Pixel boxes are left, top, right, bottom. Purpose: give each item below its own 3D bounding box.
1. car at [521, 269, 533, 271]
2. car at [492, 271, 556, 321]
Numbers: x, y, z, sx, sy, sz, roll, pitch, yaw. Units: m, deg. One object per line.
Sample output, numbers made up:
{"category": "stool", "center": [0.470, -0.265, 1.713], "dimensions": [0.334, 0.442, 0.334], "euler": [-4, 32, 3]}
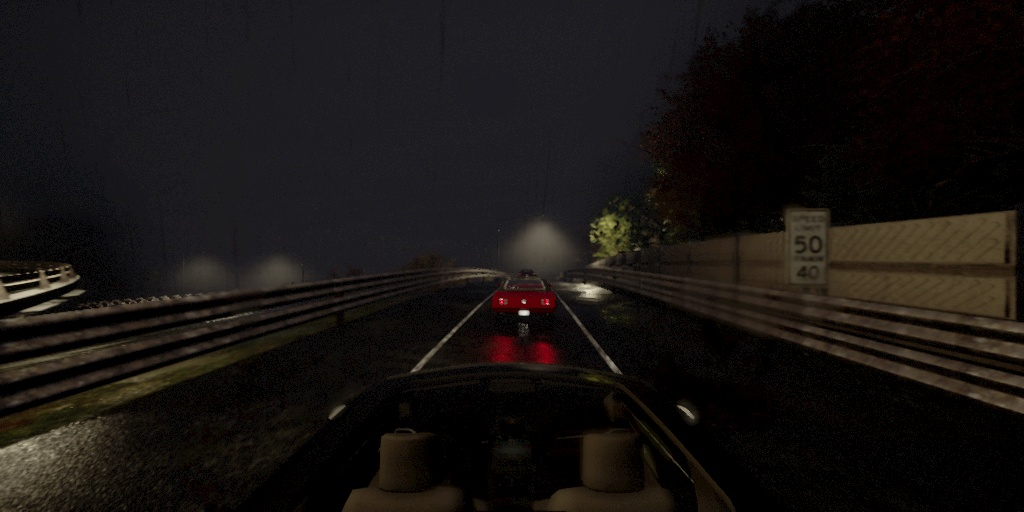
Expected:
{"category": "car", "center": [1.626, 2.110, 39.001], "dimensions": [1.994, 1.385, 4.181], "euler": [0, -3, 4]}
{"category": "car", "center": [0.446, 1.361, 12.544], "dimensions": [1.895, 1.301, 4.718], "euler": [0, 0, 2]}
